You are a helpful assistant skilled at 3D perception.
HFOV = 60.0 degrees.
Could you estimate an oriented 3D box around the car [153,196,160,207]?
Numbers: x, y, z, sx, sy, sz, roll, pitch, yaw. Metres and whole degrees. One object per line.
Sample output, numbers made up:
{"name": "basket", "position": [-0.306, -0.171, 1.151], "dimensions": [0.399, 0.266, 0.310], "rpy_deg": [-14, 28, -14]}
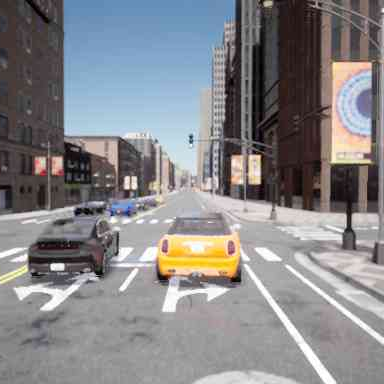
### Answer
{"name": "car", "position": [-6.523, 1.605, 51.796], "dimensions": [1.994, 1.385, 4.181], "rpy_deg": [0, 0, 0]}

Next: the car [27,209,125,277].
{"name": "car", "position": [-3.377, 1.509, 10.240], "dimensions": [1.837, 1.490, 4.892], "rpy_deg": [0, 0, -5]}

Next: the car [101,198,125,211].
{"name": "car", "position": [-9.795, 1.538, 41.457], "dimensions": [1.837, 1.490, 4.892], "rpy_deg": [0, 0, 0]}

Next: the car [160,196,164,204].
{"name": "car", "position": [-6.441, 1.525, 63.333], "dimensions": [1.882, 1.535, 5.008], "rpy_deg": [0, 0, 1]}

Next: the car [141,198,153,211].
{"name": "car", "position": [-6.539, 1.525, 41.732], "dimensions": [2.128, 1.511, 4.902], "rpy_deg": [0, 0, 0]}

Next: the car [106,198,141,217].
{"name": "car", "position": [-6.558, 1.502, 32.239], "dimensions": [1.882, 1.535, 5.008], "rpy_deg": [0, 0, 0]}

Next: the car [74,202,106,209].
{"name": "car", "position": [-9.812, 1.625, 32.145], "dimensions": [1.895, 1.301, 4.718], "rpy_deg": [0, 0, 0]}

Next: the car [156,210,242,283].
{"name": "car", "position": [0.384, 1.356, 9.903], "dimensions": [2.097, 1.767, 4.553], "rpy_deg": [0, 0, 7]}
